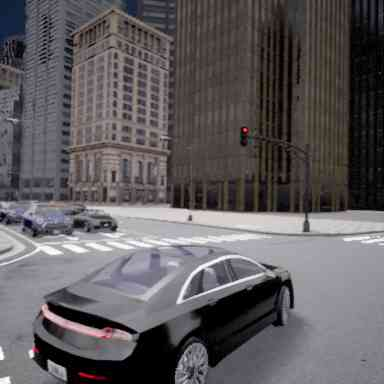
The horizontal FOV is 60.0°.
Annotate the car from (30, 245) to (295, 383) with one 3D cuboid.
[{"bbox_3d":[0.088,1.597,5.243,2.128,1.511,4.902,0,-2,36],"label":"car"}]

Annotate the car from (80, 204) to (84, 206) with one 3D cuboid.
[{"bbox_3d":[-12.706,2.032,35.881,1.837,1.490,4.892,3,-2,-39],"label":"car"}]

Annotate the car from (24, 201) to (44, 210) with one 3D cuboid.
[{"bbox_3d":[-27.126,2.260,57.009,1.812,1.442,4.674,3,-2,-43],"label":"car"}]

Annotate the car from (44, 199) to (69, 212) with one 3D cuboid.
[{"bbox_3d":[-20.305,2.052,49.693,2.097,1.767,4.553,3,-2,-41],"label":"car"}]

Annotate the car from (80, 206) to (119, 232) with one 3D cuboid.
[{"bbox_3d":[-6.581,1.900,22.480,1.994,1.385,4.181,2,-2,-37],"label":"car"}]

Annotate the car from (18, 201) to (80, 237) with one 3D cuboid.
[{"bbox_3d":[-8.560,1.574,19.683,2.097,1.767,4.553,2,-2,-36],"label":"car"}]

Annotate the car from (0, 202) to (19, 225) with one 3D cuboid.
[{"bbox_3d":[-13.938,1.625,26.703,2.097,1.767,4.553,2,-2,-38],"label":"car"}]

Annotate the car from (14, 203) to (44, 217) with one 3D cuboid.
[{"bbox_3d":[-18.264,1.997,37.151,1.994,1.385,4.181,2,-2,-40],"label":"car"}]

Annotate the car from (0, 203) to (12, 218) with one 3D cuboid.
[{"bbox_3d":[-20.198,1.885,34.390,1.994,1.385,4.181,3,-2,-40],"label":"car"}]

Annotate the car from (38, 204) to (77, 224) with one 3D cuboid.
[{"bbox_3d":[-12.026,1.891,29.527,1.837,1.490,4.892,2,-2,-38],"label":"car"}]
